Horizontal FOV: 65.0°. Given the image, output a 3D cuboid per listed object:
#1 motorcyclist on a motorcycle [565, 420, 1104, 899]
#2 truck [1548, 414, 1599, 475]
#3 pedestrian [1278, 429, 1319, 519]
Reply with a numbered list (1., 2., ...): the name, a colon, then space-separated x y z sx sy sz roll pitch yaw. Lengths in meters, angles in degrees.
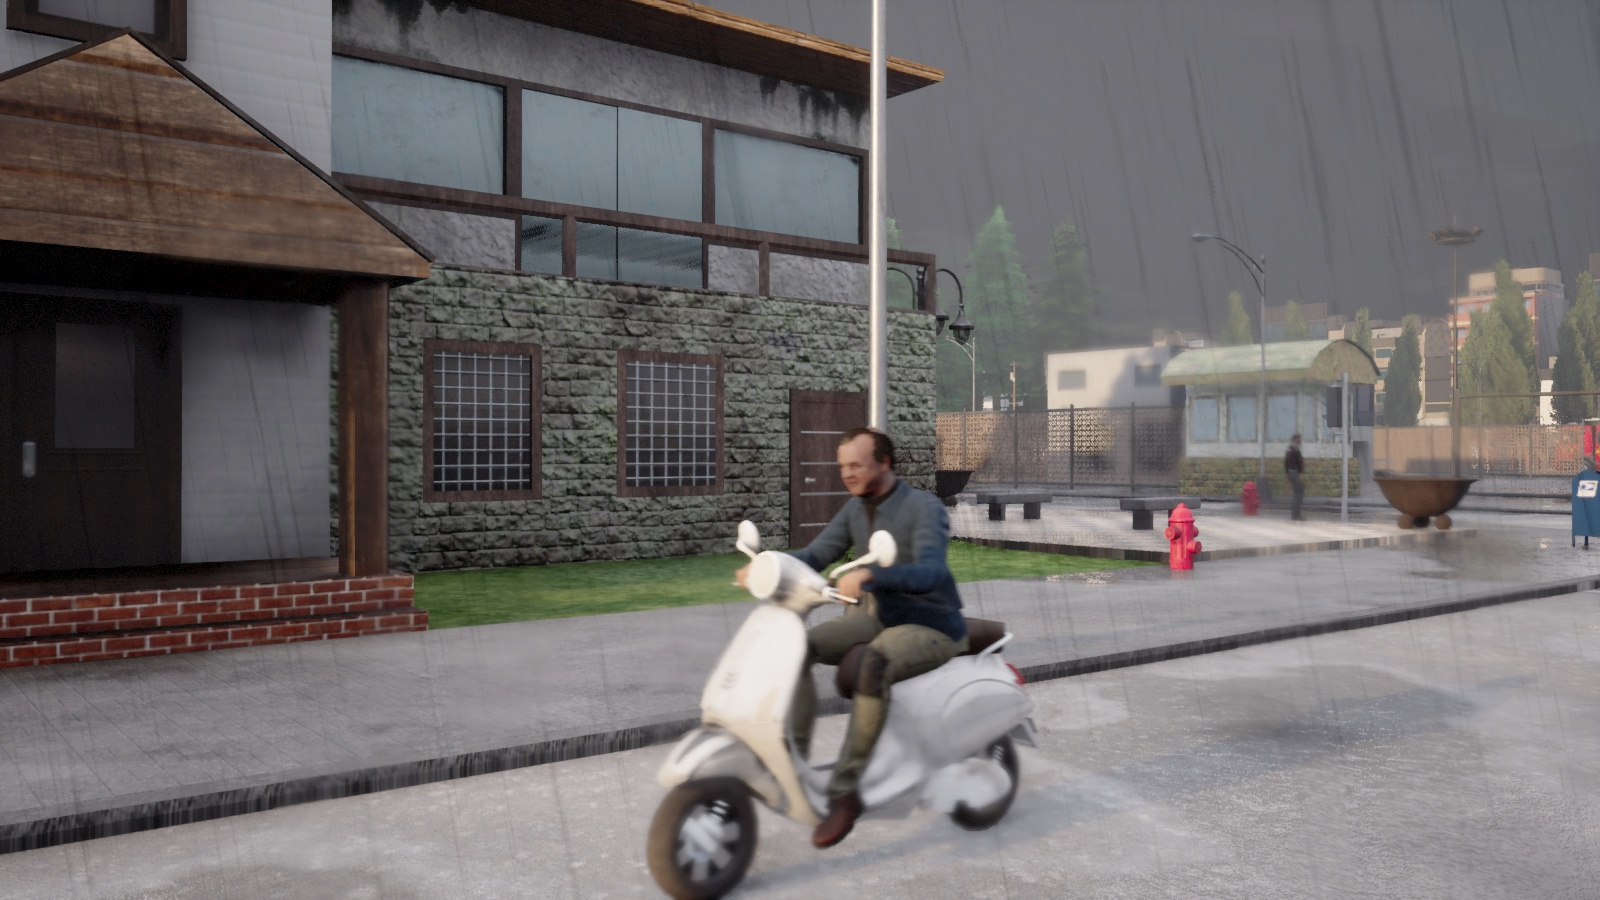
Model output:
1. motorcyclist on a motorcycle: 0.173 0.709 4.548 1.817 1.590 0.866 0 0 -38
2. truck: 52.102 -0.338 78.686 2.891 3.827 8.468 0 0 -39
3. pedestrian: 10.351 0.493 26.090 0.720 1.854 0.376 0 0 8
